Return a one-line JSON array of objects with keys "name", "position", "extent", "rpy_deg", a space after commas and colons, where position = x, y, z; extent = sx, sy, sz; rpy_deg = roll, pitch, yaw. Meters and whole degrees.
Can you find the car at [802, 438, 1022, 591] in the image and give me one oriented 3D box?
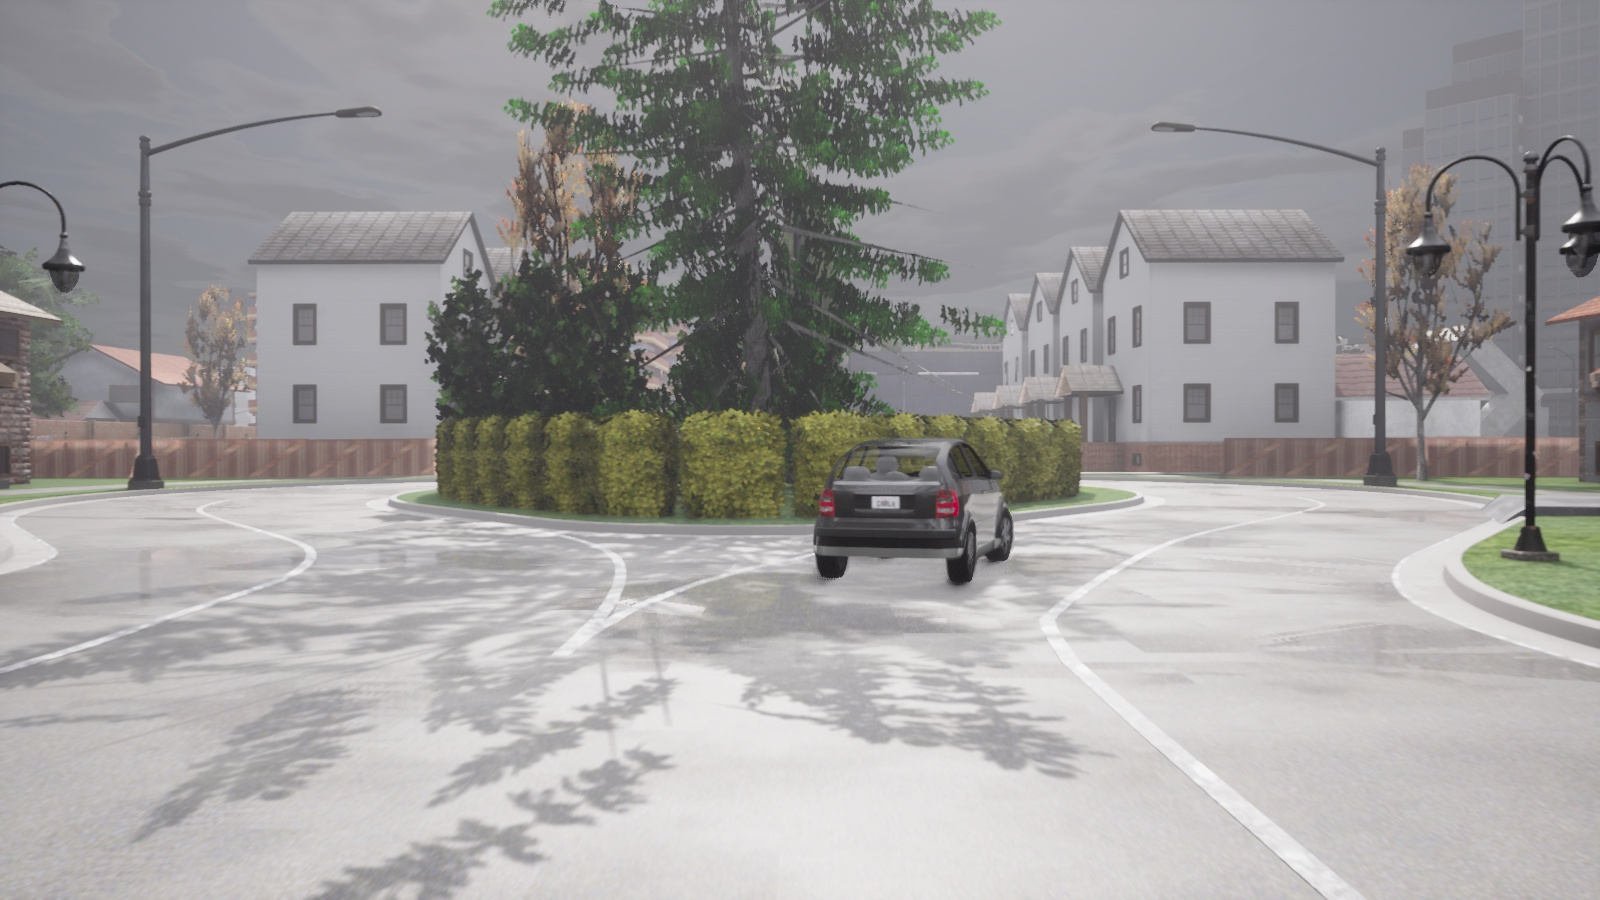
[{"name": "car", "position": [1.449, 0.644, 14.759], "extent": [1.789, 1.549, 3.705], "rpy_deg": [0, 0, 18]}]
